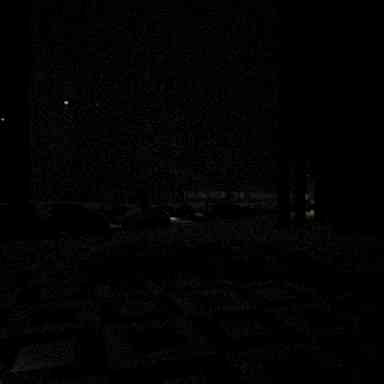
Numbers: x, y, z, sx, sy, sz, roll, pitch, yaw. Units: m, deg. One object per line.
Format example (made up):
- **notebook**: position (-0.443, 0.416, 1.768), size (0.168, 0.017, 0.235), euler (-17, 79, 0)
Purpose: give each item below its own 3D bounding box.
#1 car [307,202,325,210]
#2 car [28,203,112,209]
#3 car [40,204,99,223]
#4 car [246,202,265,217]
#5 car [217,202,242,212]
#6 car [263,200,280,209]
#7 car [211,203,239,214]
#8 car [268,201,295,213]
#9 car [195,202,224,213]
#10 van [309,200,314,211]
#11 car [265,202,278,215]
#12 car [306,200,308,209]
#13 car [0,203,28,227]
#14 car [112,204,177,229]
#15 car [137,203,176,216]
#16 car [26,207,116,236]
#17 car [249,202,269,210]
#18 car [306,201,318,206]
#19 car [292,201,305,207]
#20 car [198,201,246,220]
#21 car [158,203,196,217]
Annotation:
- **car**: position (22.627, 2.570, 60.732), size (2.008, 1.369, 4.403), euler (-1, -2, 36)
- **car**: position (-8.086, 1.564, 22.422), size (2.097, 1.767, 4.553), euler (0, -1, 36)
- **car**: position (-10.533, 1.813, 28.936), size (2.008, 1.369, 4.403), euler (-1, -1, 36)
- **car**: position (6.235, 2.093, 37.761), size (1.887, 1.381, 4.507), euler (-1, -2, 36)
- **car**: position (5.855, 2.275, 51.905), size (2.008, 1.369, 4.403), euler (-1, -2, 36)
- **car**: position (15.690, 2.445, 65.689), size (1.967, 1.590, 4.097), euler (-1, -2, 36)
- **car**: position (4.530, 2.190, 45.364), size (1.994, 1.385, 4.181), euler (0, -1, 37)
- **car**: position (12.791, 2.283, 46.949), size (1.887, 1.381, 4.507), euler (-1, -2, 36)
- **car**: position (2.578, 2.179, 47.312), size (2.008, 1.369, 4.403), euler (-1, -2, 36)
- **van**: position (19.348, 2.267, 56.142), size (1.690, 1.788, 3.998), euler (-1, -2, 36)
- **car**: position (9.517, 2.225, 42.359), size (1.802, 1.307, 4.206), euler (-1, -2, 36)
- **car**: position (16.069, 2.273, 51.546), size (1.967, 1.590, 4.097), euler (-1, -2, 36)
- **car**: position (-12.324, 1.514, 21.819), size (2.097, 1.767, 4.553), euler (0, -1, 35)
- **car**: position (-3.500, 1.804, 24.117), size (1.752, 1.417, 4.829), euler (-1, -1, 36)
- **car**: position (-3.978, 1.986, 38.124), size (1.887, 1.381, 4.507), euler (-1, -2, 36)
- **car**: position (-6.876, 1.755, 19.385), size (1.947, 1.339, 4.313), euler (-1, -1, 36)
- **car**: position (12.412, 2.463, 61.093), size (2.008, 1.369, 4.403), euler (-1, -2, 36)
- **car**: position (32.081, 3.004, 88.657), size (2.008, 1.369, 4.403), euler (-1, -1, 36)
- **car**: position (25.525, 2.858, 79.468), size (1.802, 1.307, 4.206), euler (-1, -1, 36)
- **car**: position (2.957, 1.771, 33.172), size (2.192, 1.841, 5.009), euler (-1, -2, 36)
- **car**: position (-1.331, 1.985, 37.214), size (1.812, 1.442, 4.674), euler (0, -1, 35)
